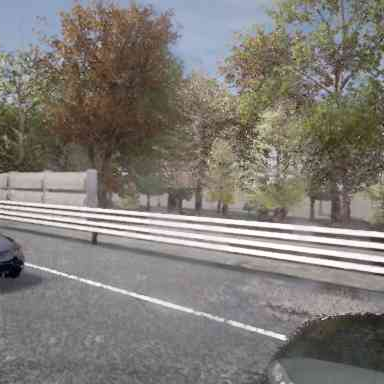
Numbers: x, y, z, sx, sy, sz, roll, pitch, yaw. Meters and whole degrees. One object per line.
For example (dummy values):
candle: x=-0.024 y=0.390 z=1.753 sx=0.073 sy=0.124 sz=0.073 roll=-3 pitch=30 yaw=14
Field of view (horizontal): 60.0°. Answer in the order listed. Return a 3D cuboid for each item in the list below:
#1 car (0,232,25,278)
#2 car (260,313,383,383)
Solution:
car: x=-5.949 y=1.317 z=8.127 sx=4.181 sy=1.385 sz=1.994 roll=2 pitch=1 yaw=35
car: x=2.562 y=1.544 z=2.165 sx=4.181 sy=1.385 sz=1.994 roll=2 pitch=1 yaw=36
